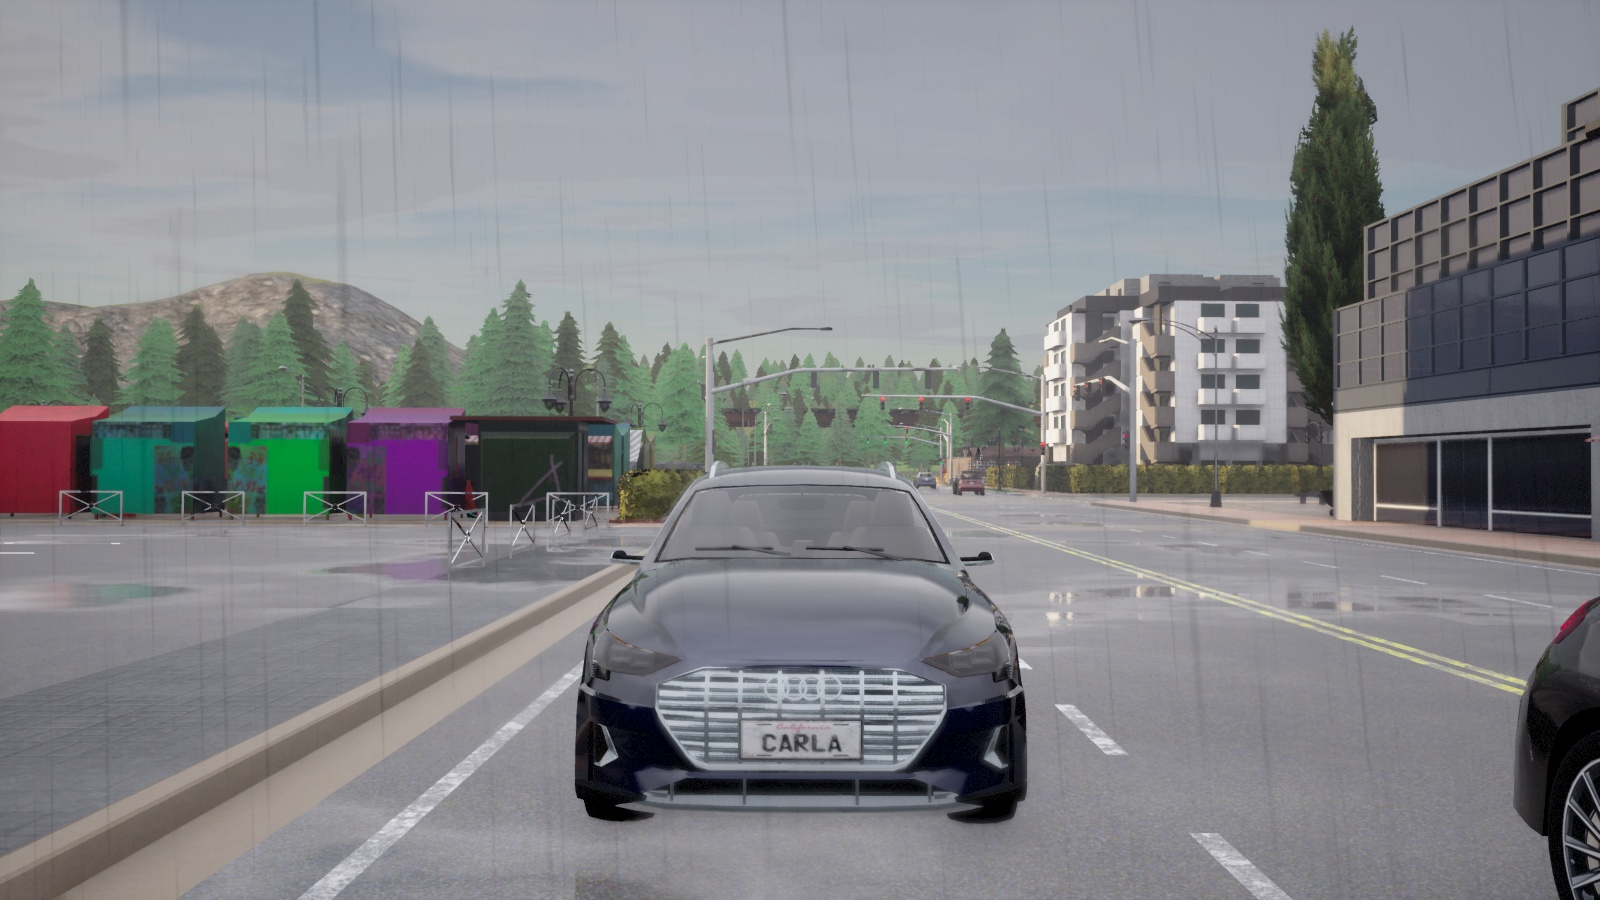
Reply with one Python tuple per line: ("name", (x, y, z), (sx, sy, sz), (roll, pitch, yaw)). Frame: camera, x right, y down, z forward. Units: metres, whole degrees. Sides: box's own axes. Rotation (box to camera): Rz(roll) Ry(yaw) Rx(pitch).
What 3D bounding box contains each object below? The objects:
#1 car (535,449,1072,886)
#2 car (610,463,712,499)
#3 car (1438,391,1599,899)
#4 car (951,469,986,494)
("car", (0.019, 0.865, 7.197), (2.033, 1.649, 4.856), (0, -1, 0))
("car", (-7.966, 1.779, 72.430), (5.566, 2.045, 2.150), (0, -1, 2))
("car", (3.494, 0.617, 2.241), (2.152, 1.651, 5.027), (0, -1, 0))
("car", (11.135, 2.061, 83.174), (1.851, 1.617, 3.988), (0, -1, 0))
